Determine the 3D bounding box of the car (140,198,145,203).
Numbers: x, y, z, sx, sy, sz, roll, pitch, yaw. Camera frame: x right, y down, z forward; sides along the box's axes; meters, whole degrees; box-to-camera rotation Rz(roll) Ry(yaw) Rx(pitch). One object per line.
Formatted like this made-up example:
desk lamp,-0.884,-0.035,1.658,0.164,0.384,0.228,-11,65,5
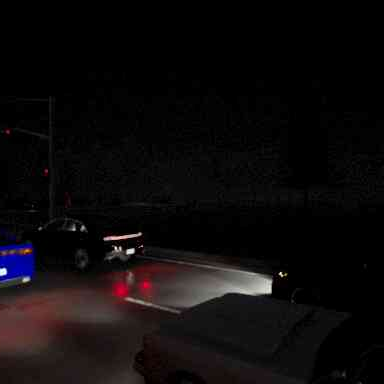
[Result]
car,-8.631,1.541,67.304,1.994,1.385,4.181,0,0,35

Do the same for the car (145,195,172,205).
car,-5.611,1.333,59.493,2.097,1.767,4.553,0,0,35

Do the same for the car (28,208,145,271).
car,-3.730,1.487,10.939,4.902,1.511,2.128,0,0,36

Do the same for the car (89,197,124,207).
car,-12.357,1.471,49.831,2.128,1.511,4.902,0,0,35

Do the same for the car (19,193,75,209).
car,-18.049,1.203,41.650,2.150,2.045,5.566,0,0,35

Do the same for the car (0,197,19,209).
car,-24.373,1.482,44.818,1.837,1.490,4.892,0,0,35

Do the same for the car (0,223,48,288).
car,-5.866,1.473,8.163,5.008,1.535,1.882,0,0,36

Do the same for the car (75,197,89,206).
car,-18.705,1.525,52.964,2.033,1.411,5.357,0,0,35

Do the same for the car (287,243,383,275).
car,3.535,1.564,5.764,4.181,1.385,1.994,0,0,36

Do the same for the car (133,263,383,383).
car,1.749,1.601,2.746,4.718,1.301,1.895,0,0,36
